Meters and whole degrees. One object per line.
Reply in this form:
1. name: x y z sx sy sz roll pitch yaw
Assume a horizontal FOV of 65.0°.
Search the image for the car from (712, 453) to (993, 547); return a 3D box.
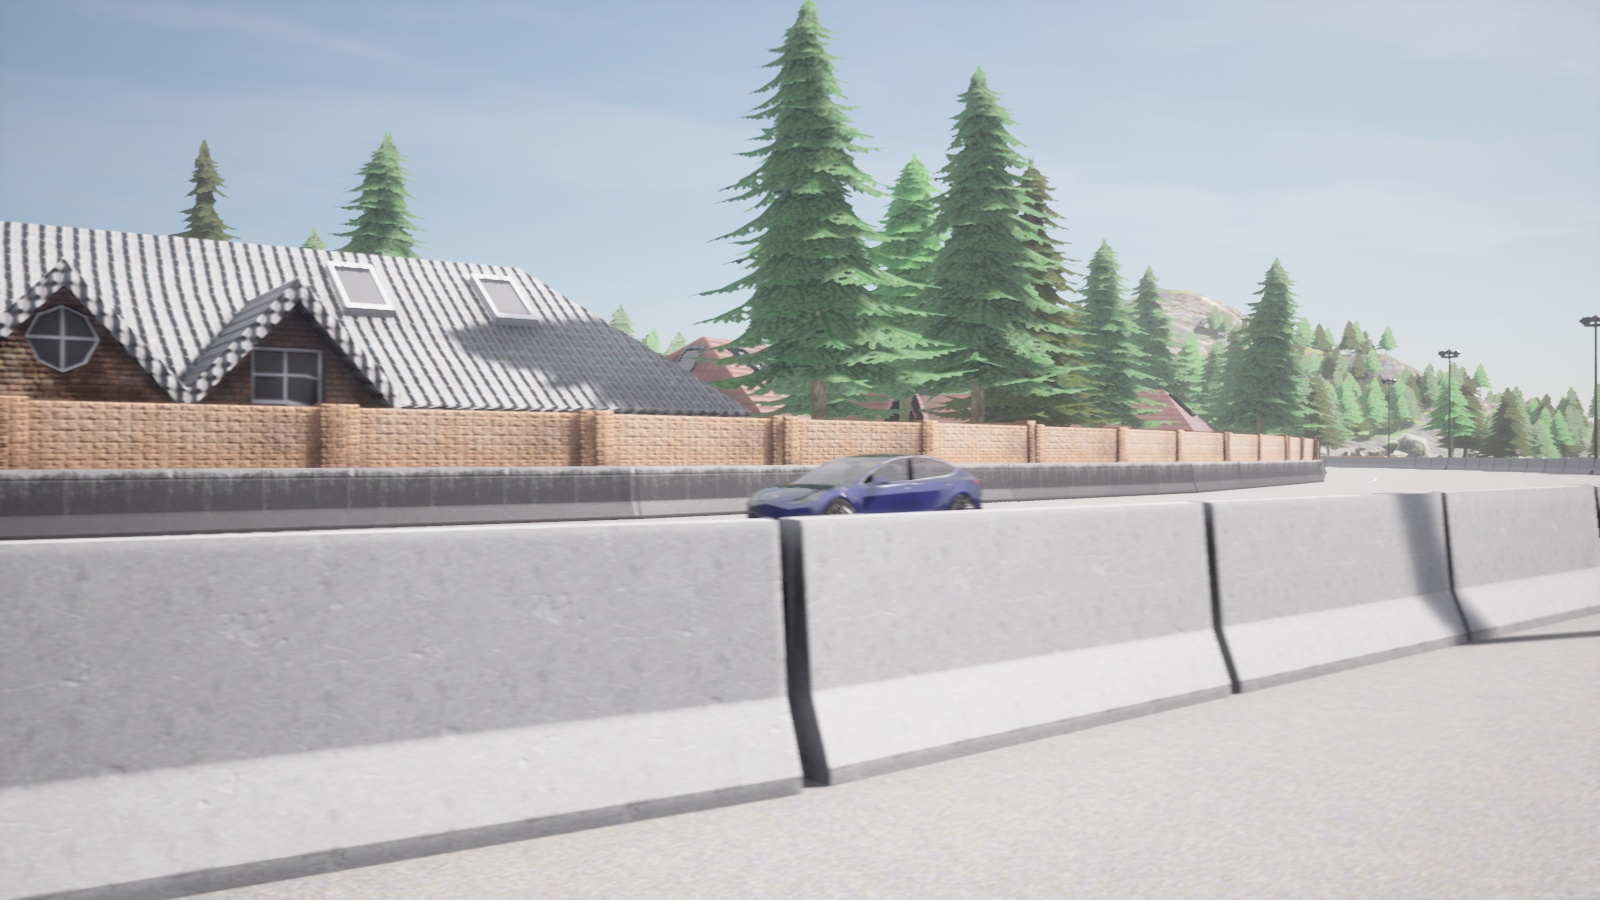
1. car: 1.018 0.798 22.299 4.792 1.488 2.163 0 0 -41
